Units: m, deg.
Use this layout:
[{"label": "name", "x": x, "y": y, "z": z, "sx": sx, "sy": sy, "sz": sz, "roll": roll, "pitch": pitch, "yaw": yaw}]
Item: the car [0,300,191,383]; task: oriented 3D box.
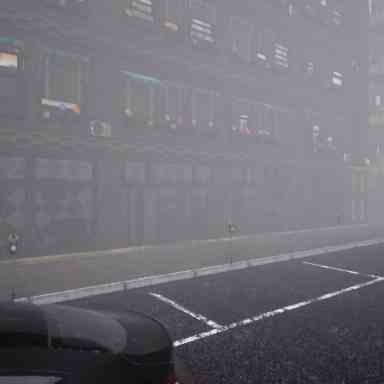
[{"label": "car", "x": -2.147, "y": 1.526, "z": 1.846, "sx": 4.674, "sy": 1.442, "sz": 1.812, "roll": 0, "pitch": 0, "yaw": -35}]
